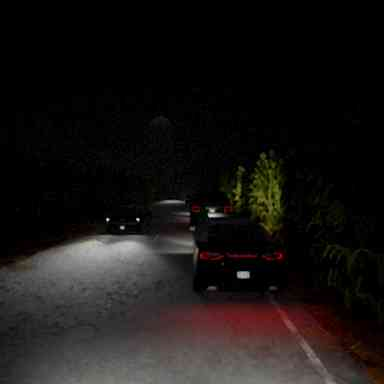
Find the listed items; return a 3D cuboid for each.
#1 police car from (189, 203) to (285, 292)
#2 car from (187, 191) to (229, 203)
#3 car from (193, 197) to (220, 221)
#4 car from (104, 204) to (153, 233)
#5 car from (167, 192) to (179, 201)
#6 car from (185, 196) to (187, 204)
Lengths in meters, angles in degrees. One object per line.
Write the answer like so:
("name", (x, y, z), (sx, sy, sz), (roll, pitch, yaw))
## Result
("police car", (0.961, 1.307, 8.791), (1.930, 1.638, 5.238), (0, 1, 0))
("car", (0.964, 0.971, 18.707), (2.150, 2.045, 5.566), (0, 1, 0))
("car", (0.965, 1.197, 24.681), (1.812, 1.442, 4.674), (0, 1, 0))
("car", (-3.297, 1.361, 17.982), (1.895, 1.301, 4.718), (0, 1, 0))
("car", (-3.254, 0.714, 58.589), (2.128, 1.511, 4.902), (0, 1, 0))
("car", (0.025, 0.926, 46.771), (2.033, 1.411, 5.357), (0, 1, 1))
